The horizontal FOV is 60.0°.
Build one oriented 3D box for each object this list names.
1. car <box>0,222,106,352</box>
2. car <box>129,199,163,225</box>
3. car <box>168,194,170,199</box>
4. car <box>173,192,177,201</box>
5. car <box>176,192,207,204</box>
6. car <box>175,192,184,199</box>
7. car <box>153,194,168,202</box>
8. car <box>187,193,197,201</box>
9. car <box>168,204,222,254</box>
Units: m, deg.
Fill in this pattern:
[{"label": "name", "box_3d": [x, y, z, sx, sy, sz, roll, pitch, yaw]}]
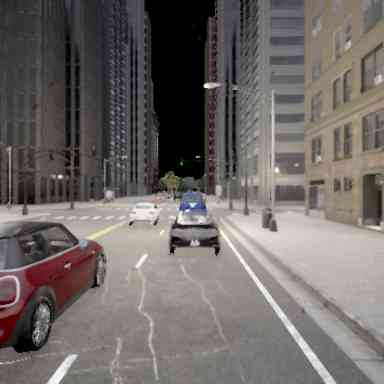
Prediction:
[{"label": "car", "box_3d": [-3.151, 1.336, 6.316, 2.097, 1.767, 4.553, 0, 0, 0]}, {"label": "car", "box_3d": [-3.237, 1.462, 23.193, 1.812, 1.442, 4.674, 0, 0, -3]}, {"label": "car", "box_3d": [-6.510, 1.092, 82.127, 2.097, 1.767, 4.553, 0, 0, 0]}, {"label": "car", "box_3d": [-3.259, 0.979, 78.563, 2.150, 2.045, 5.566, 0, 0, 0]}, {"label": "car", "box_3d": [0.074, 1.143, 28.197, 2.150, 2.045, 5.566, 0, 0, 0]}, {"label": "car", "box_3d": [-3.260, 0.939, 88.924, 2.097, 1.767, 4.553, 0, 0, 0]}, {"label": "car", "box_3d": [-6.512, 1.151, 66.702, 2.097, 1.767, 4.553, 0, 0, 0]}, {"label": "car", "box_3d": [-0.010, 1.109, 78.920, 2.097, 1.767, 4.553, 0, 0, 0]}, {"label": "car", "box_3d": [0.097, 1.458, 13.221, 2.128, 1.511, 4.902, 0, 0, 0]}]
